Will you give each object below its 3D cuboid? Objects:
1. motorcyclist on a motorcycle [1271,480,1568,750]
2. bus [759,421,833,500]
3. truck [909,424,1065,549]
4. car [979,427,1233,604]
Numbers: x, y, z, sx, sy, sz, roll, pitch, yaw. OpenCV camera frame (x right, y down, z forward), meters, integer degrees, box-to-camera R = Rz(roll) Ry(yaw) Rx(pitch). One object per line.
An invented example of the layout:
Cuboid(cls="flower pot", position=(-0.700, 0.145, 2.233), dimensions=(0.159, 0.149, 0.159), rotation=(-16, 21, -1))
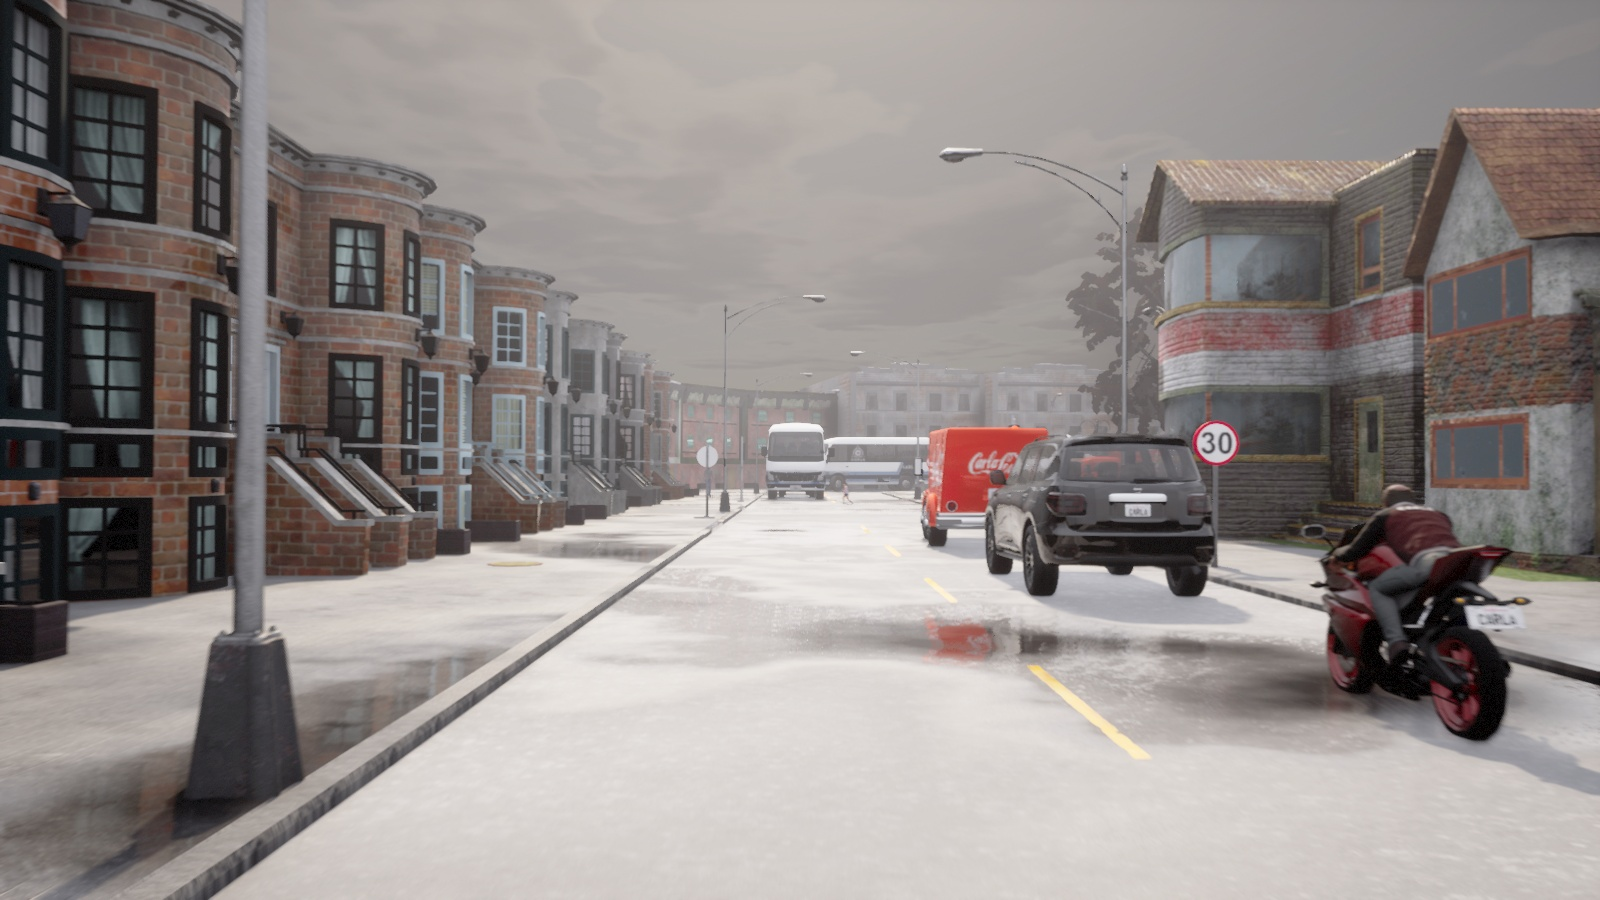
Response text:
Cuboid(cls="motorcyclist on a motorcycle", position=(3.981, 0.973, 8.330), dimensions=(0.866, 1.530, 2.191), rotation=(0, -1, 0))
Cuboid(cls="bus", position=(-0.191, 0.651, 72.404), dimensions=(3.944, 4.253, 10.273), rotation=(0, -1, 0))
Cuboid(cls="truck", position=(3.929, 0.773, 27.515), dimensions=(2.627, 2.467, 5.204), rotation=(0, -1, 0))
Cuboid(cls="car", position=(3.957, 0.809, 17.401), dimensions=(2.150, 2.045, 5.566), rotation=(0, -1, 0))
